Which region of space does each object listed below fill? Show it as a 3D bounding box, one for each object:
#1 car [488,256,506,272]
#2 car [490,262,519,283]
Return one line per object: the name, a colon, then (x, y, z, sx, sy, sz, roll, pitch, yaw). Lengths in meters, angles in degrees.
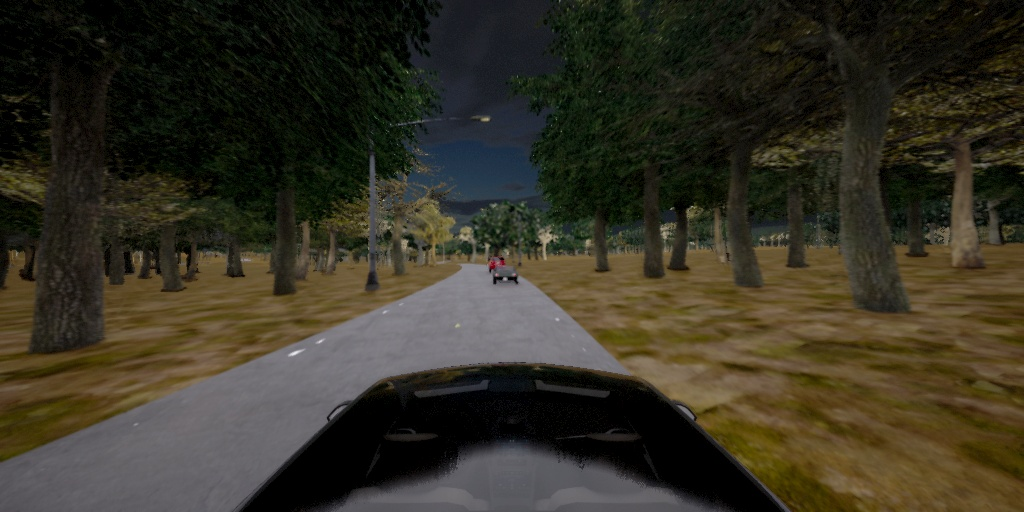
car: (-1.973, 1.045, 47.659, 2.150, 2.045, 5.566, 0, 0, -5)
car: (-0.564, 1.377, 27.833, 1.895, 1.301, 4.718, 0, 0, -3)
